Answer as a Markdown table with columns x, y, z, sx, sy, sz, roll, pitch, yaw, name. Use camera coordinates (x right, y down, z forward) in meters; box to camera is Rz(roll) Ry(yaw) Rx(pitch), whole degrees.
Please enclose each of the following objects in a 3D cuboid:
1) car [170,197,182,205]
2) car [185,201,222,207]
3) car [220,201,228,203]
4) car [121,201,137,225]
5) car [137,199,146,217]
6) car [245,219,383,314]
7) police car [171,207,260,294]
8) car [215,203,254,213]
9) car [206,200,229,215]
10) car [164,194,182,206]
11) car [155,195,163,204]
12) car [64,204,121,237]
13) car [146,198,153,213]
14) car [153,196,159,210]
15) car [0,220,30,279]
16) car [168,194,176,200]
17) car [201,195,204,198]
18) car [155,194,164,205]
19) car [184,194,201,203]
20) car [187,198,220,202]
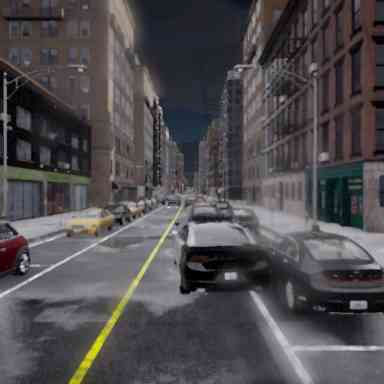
| x | y | z | sx | sy | sz | roll | pitch | yaw | name |
| --- | --- | --- | --- | --- | --- | --- | --- | --- | --- |
| -2.863 | 1.550 | 60.920 | 1.895 | 1.301 | 4.718 | 0 | 0 | 0 | car |
| 0.682 | 1.494 | 18.958 | 1.837 | 1.490 | 4.892 | 0 | 0 | 0 | car |
| 2.584 | 1.549 | 29.083 | 1.947 | 1.339 | 4.313 | 0 | 0 | 0 | car |
| -5.430 | 1.552 | 23.664 | 1.947 | 1.339 | 4.313 | 0 | 0 | 0 | car |
| -5.440 | 1.508 | 28.907 | 1.752 | 1.417 | 4.829 | 0 | 0 | 0 | car |
| 2.625 | 1.547 | 7.432 | 2.008 | 1.369 | 4.403 | 0 | 0 | 0 | car |
| 0.508 | 1.420 | 8.990 | 1.930 | 1.638 | 5.238 | 0 | 0 | -6 | police car |
| 2.605 | 1.540 | 18.258 | 2.008 | 1.369 | 4.403 | 0 | 0 | 0 | car |
| 2.574 | 1.545 | 34.496 | 1.947 | 1.339 | 4.313 | 0 | 0 | 0 | car |
| -2.876 | 1.505 | 53.548 | 2.033 | 1.411 | 5.357 | 0 | 0 | 0 | car |
| -5.471 | 1.518 | 45.316 | 2.008 | 1.369 | 4.403 | 0 | 0 | 0 | car |
| -5.420 | 1.515 | 18.082 | 1.752 | 1.417 | 4.829 | 0 | 0 | 0 | car |
| -5.451 | 1.561 | 34.490 | 1.802 | 1.307 | 4.206 | 0 | 0 | 0 | car |
| -5.461 | 1.524 | 39.903 | 2.008 | 1.369 | 4.403 | 0 | 0 | 0 | car |
| -5.400 | 1.436 | 7.426 | 1.967 | 1.590 | 4.097 | 0 | 0 | 0 | car |
| -5.562 | 1.431 | 93.342 | 1.752 | 1.417 | 4.829 | 0 | 0 | 0 | car |
| 2.554 | 1.493 | 45.492 | 1.752 | 1.417 | 4.829 | 0 | 0 | 0 | car |
| -5.492 | 1.269 | 56.140 | 2.192 | 1.841 | 5.009 | 0 | 0 | 0 | car |
| -0.070 | 1.472 | 46.058 | 1.837 | 1.490 | 4.892 | 0 | 0 | 0 | car |
| 0.780 | 1.464 | 24.957 | 1.882 | 1.535 | 5.008 | 0 | 0 | 0 | car |
